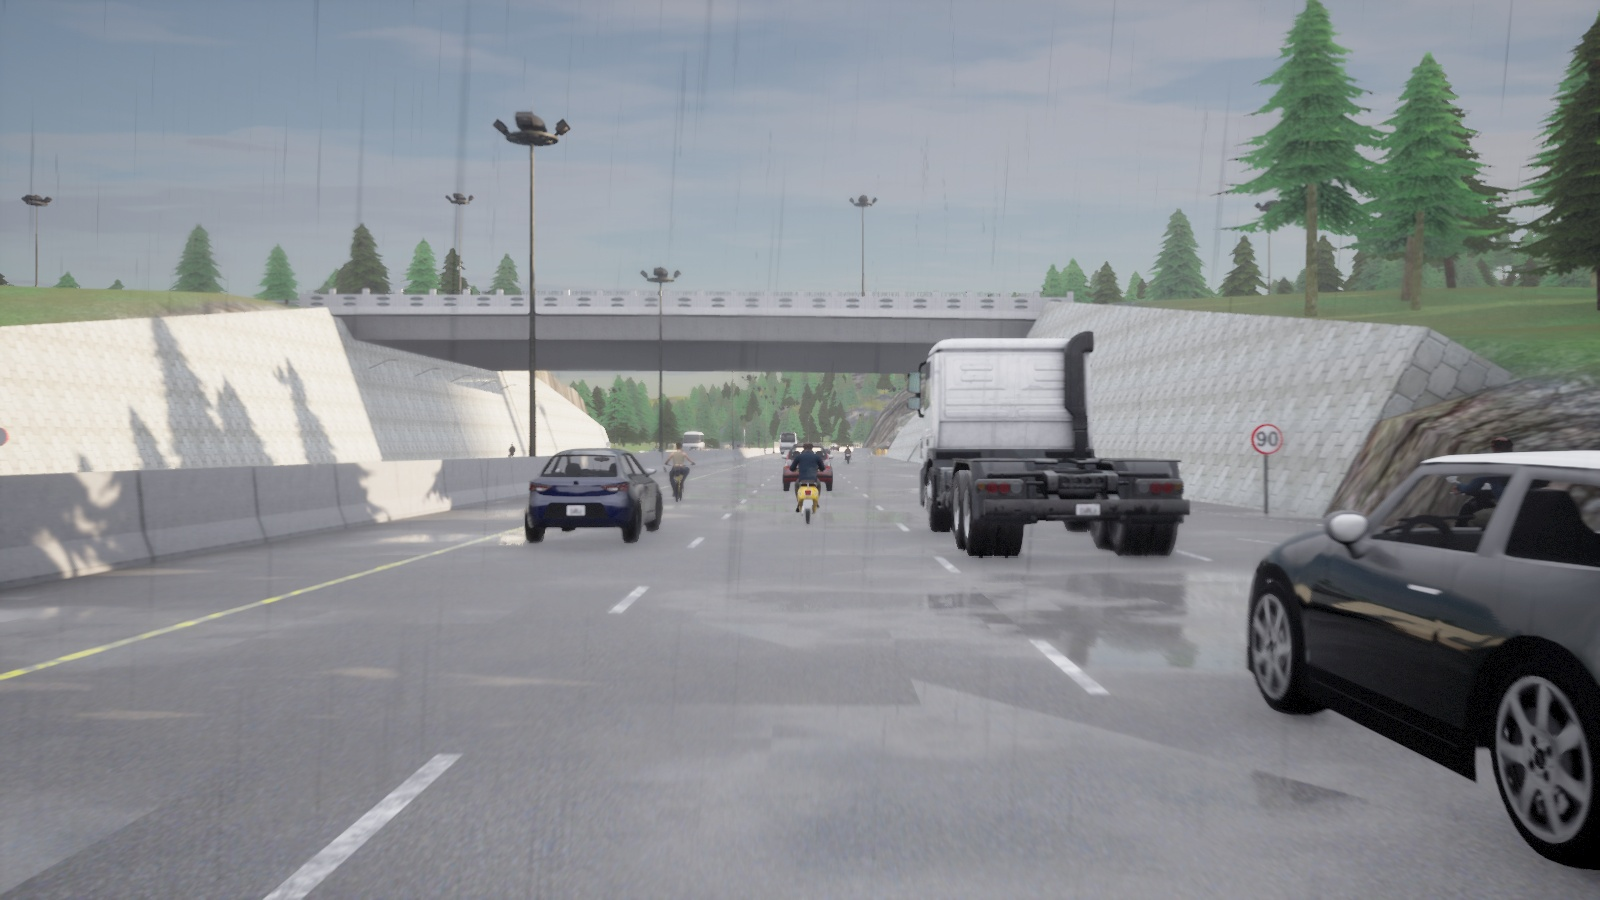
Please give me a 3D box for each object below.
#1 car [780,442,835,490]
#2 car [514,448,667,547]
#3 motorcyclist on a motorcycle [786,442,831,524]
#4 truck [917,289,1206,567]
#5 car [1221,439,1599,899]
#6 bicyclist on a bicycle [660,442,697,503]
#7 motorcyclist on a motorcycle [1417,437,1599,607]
[{"bbox_3d":[0.271,0.524,44.450,1.851,1.617,3.988,0,0,0],"label":"car"},{"bbox_3d":[-3.364,0.701,20.918,1.816,1.474,4.193,0,0,0],"label":"car"},{"bbox_3d":[0.160,0.632,25.103,0.866,1.590,1.817,0,0,0],"label":"motorcyclist on a motorcycle"},{"bbox_3d":[3.629,-0.285,19.602,2.891,3.462,7.936,0,0,0],"label":"truck"},{"bbox_3d":[3.549,0.700,5.767,1.970,1.475,3.806,0,0,0],"label":"car"},{"bbox_3d":[-3.284,0.588,34.032,0.866,1.612,1.509,0,0,0],"label":"bicyclist on a bicycle"},{"bbox_3d":[7.088,0.672,12.633,0.866,1.590,1.817,0,0,0],"label":"motorcyclist on a motorcycle"}]
